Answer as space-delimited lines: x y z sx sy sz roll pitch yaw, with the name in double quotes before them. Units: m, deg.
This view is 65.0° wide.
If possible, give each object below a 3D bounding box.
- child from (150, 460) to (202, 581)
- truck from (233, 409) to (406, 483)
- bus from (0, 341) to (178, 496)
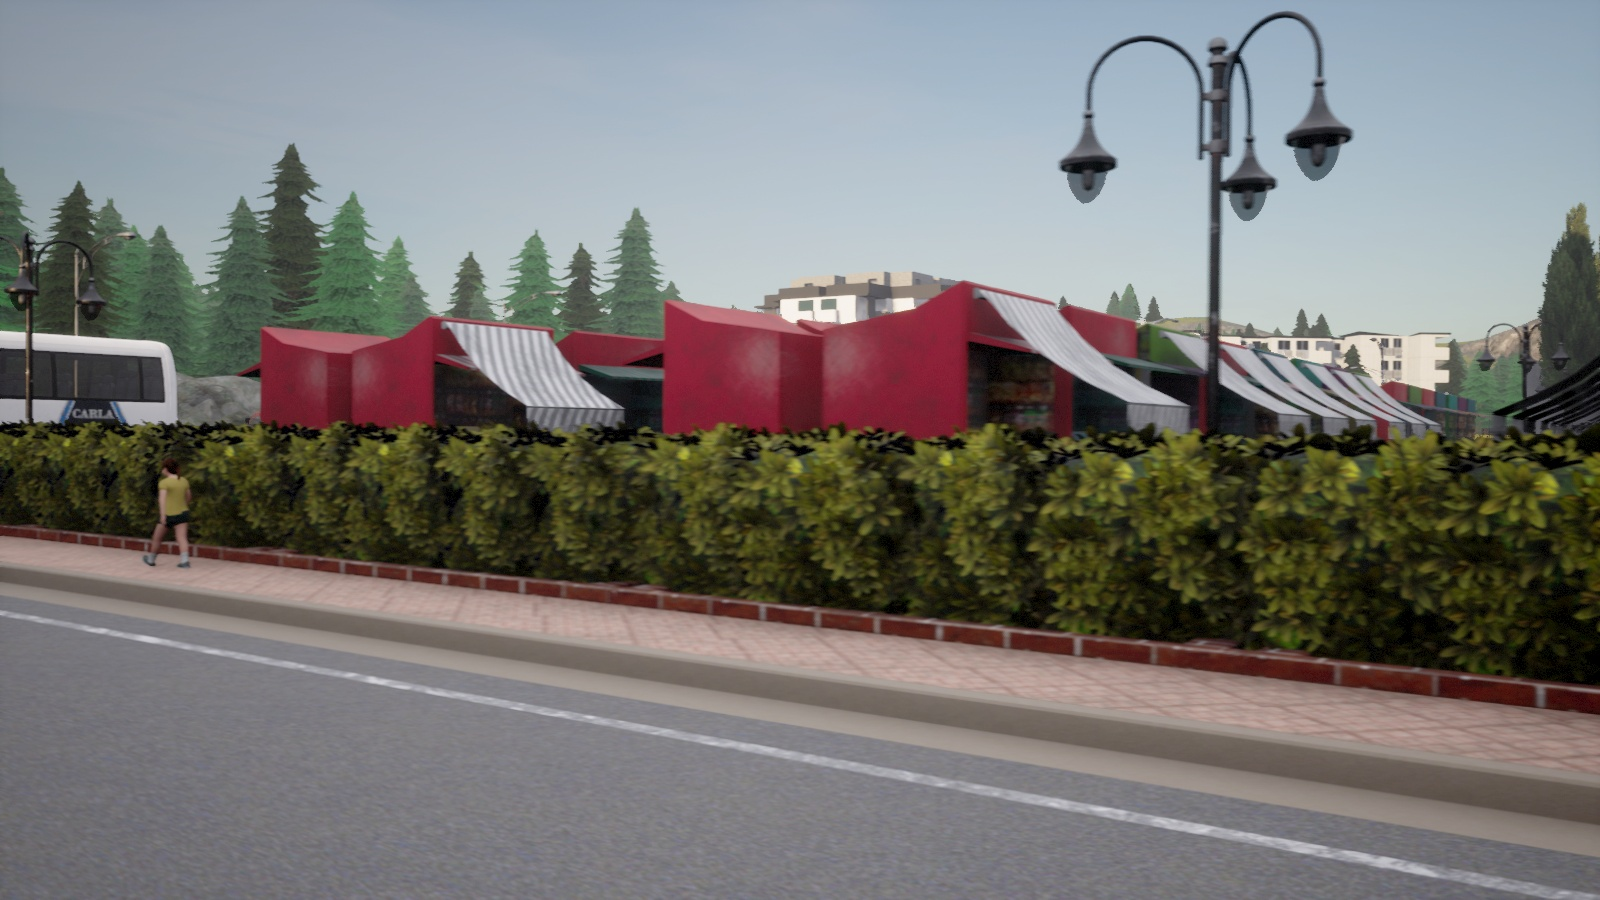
"child" -5.887 0.657 11.851 0.394 1.110 0.255 0 1 32
"truck" -17.092 -0.149 44.903 2.627 2.467 5.204 0 0 33
"bus" -23.571 -0.858 35.293 3.944 4.253 10.273 0 1 34
